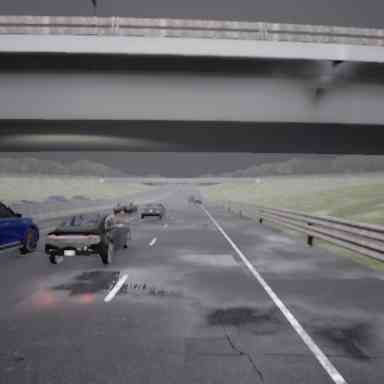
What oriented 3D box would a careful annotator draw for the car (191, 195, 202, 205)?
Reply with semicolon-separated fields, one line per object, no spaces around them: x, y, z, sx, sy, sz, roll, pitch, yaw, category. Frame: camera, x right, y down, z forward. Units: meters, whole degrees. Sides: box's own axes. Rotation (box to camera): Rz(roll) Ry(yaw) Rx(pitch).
1.209;1.997;70.497;1.837;1.490;4.892;0;-1;0;car

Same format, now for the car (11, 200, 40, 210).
-24.574;1.854;49.198;1.895;1.301;4.718;0;-1;0;car

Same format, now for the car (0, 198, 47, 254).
-6.903;1.210;10.350;2.150;2.045;5.566;0;0;0;car

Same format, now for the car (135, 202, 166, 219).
-3.407;1.628;29.890;2.033;1.411;5.357;0;0;0;car

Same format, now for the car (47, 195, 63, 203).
-21.069;1.495;51.297;2.150;2.045;5.566;0;-1;1;car

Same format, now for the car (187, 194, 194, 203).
-0.021;1.922;88.645;2.150;2.045;5.566;0;0;0;car

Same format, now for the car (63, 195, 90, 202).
-17.574;1.500;51.739;2.150;2.045;5.566;0;-1;0;car

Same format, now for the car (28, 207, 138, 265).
-3.403;1.482;11.663;2.128;1.511;4.902;0;0;0;car

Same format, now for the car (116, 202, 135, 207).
-6.908;1.727;35.224;1.895;1.301;4.718;0;0;0;car
